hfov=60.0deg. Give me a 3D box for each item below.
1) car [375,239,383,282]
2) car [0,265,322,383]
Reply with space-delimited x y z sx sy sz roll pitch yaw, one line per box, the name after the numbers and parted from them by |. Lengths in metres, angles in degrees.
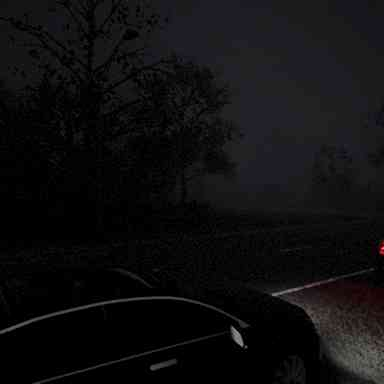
6.650 1.350 8.360 4.553 1.767 2.097 0 0 -35 | car
-0.748 1.505 3.177 4.892 1.490 1.837 0 0 -35 | car
